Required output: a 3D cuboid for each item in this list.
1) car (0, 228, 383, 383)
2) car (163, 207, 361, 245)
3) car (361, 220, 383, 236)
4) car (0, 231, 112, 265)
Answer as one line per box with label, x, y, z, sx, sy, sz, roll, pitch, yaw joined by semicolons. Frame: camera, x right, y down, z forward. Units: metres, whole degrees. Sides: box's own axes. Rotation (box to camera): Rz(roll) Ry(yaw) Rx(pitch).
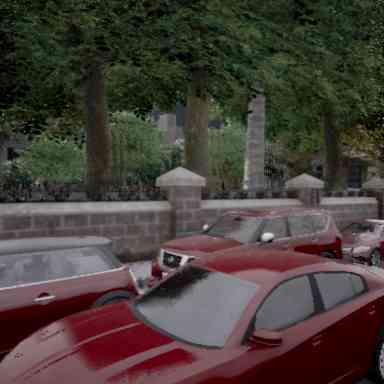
car;0.603;1.481;3.800;5.008;1.535;1.882;-1;0;-35
car;1.559;1.321;7.877;5.009;1.841;2.192;0;0;-36
car;5.960;1.593;11.018;4.206;1.307;1.802;0;0;-36
car;-2.842;1.440;4.736;4.097;1.590;1.967;0;0;-36
